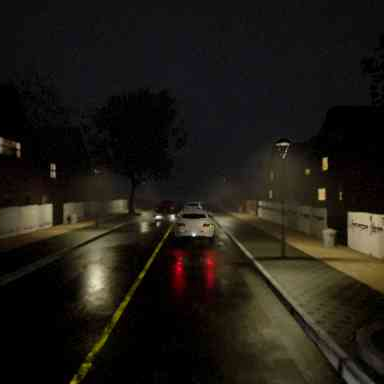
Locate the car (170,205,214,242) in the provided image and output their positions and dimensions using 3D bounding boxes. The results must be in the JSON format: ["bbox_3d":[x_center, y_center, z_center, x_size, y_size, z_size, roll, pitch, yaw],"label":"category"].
[{"bbox_3d":[0.093,1.587,16.491,1.812,1.442,4.674,0,0,0],"label":"car"}]

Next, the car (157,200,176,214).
[{"bbox_3d":[-2.852,1.662,37.508,1.882,1.535,5.008,0,0,0],"label":"car"}]

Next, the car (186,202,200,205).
[{"bbox_3d":[0.091,1.671,31.935,1.812,1.442,4.674,0,0,0],"label":"car"}]
